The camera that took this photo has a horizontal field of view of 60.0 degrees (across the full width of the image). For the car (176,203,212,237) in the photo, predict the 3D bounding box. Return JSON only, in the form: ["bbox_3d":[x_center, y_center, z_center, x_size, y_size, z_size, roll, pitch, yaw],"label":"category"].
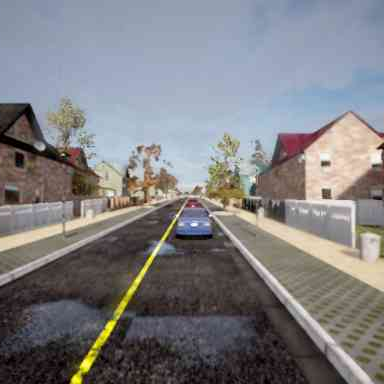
[{"bbox_3d":[0.102,1.554,17.888,2.033,1.411,5.357,0,0,0],"label":"car"}]

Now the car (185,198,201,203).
[{"bbox_3d":[0.106,1.552,42.613,1.812,1.442,4.674,0,0,0],"label":"car"}]
